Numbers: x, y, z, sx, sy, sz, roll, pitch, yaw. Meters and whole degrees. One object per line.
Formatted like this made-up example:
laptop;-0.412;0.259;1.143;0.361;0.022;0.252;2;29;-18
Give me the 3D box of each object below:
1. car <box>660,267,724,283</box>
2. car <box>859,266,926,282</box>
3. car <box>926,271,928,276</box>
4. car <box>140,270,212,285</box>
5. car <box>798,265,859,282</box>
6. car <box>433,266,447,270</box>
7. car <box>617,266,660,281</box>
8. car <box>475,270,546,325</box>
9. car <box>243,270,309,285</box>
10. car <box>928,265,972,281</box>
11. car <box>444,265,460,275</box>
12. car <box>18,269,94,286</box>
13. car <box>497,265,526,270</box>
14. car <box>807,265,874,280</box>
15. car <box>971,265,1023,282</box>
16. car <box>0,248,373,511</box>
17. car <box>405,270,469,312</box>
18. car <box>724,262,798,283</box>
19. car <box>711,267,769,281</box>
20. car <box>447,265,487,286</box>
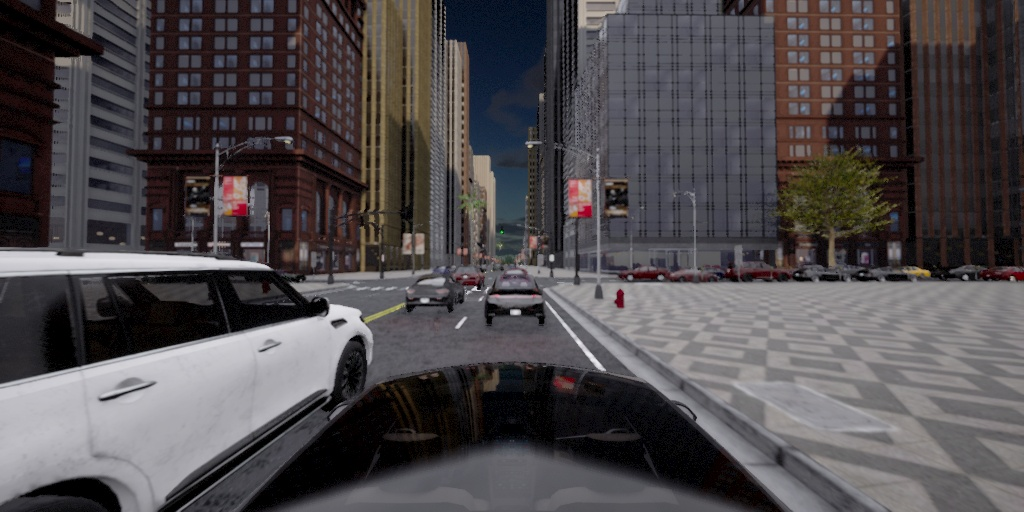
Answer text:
car;15.323;1.691;30.676;4.207;1.307;1.802;0;0;-1
car;32.236;1.626;30.935;4.313;1.339;1.948;0;0;-1
car;43.218;1.771;39.627;4.829;1.417;1.751;0;0;-1
car;-30.573;1.957;32.725;4.718;1.301;1.895;0;-1;0
car;26.599;1.641;30.849;4.313;1.339;1.948;0;0;-1
car;-9.826;2.101;49.682;1.812;1.442;4.674;0;-1;0
car;13.275;1.735;36.438;5.008;1.535;1.882;0;-1;-2
car;0.102;1.392;12.404;2.128;1.511;4.902;0;-1;0
car;-21.448;1.915;32.715;4.718;1.301;1.895;0;-1;0
car;42.862;1.607;33.733;4.892;1.490;1.837;0;-1;-1
car;-9.813;2.275;58.603;1.812;1.442;4.674;0;-1;0
car;-41.543;1.933;32.743;4.674;1.442;1.812;0;-1;0
car;0.338;1.577;24.512;1.882;1.535;5.008;0;-1;4
car;33.603;1.690;36.730;4.902;1.511;2.128;0;-1;-1
car;43.512;1.581;31.108;4.507;1.381;1.888;0;0;-1
car;-3.148;0.989;3.011;2.150;2.045;5.566;0;-1;0
car;-3.147;1.470;15.220;1.812;1.442;4.674;0;-1;0
car;20.962;1.406;30.762;5.009;1.841;2.192;0;0;-1
car;23.193;1.827;36.576;4.718;1.301;1.895;0;-1;-1
car;-3.151;1.475;26.440;2.097;1.767;4.553;0;-1;0
